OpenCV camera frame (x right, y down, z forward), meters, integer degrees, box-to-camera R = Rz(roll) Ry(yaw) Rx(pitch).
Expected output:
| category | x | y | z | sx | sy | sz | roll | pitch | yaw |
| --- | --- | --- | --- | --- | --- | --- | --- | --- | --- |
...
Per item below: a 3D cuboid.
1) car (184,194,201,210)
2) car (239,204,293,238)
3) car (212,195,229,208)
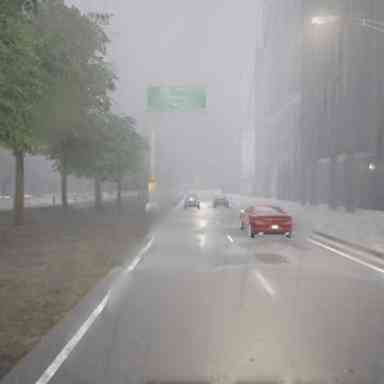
| category | x | y | z | sx | sy | sz | roll | pitch | yaw |
| --- | --- | --- | --- | --- | --- | --- | --- | --- | --- |
| car | 0.018 | 1.253 | 38.664 | 2.033 | 1.411 | 5.357 | 0 | 0 | 0 |
| car | 3.609 | 1.357 | 16.921 | 1.882 | 1.535 | 5.008 | 0 | 0 | 0 |
| car | 3.546 | 1.173 | 41.691 | 2.128 | 1.511 | 4.902 | 0 | 1 | 1 |
